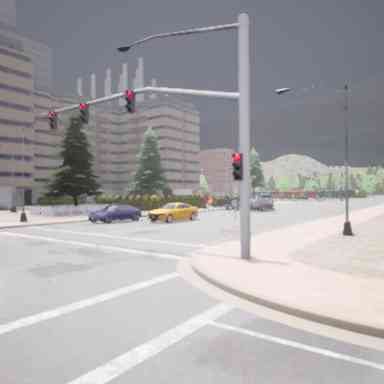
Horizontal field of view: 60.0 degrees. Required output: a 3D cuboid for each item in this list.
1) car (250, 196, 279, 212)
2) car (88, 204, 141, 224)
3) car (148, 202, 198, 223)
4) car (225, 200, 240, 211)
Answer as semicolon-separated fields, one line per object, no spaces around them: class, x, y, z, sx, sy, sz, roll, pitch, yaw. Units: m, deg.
car;8.610;1.662;41.110;1.837;1.490;4.892;-1;0;36
car;-6.100;1.715;26.707;1.812;1.442;4.674;-1;0;36
car;-1.476;1.635;27.169;1.882;1.535;5.008;-1;0;36
car;5.980;1.754;43.443;1.994;1.385;4.181;-1;0;36
